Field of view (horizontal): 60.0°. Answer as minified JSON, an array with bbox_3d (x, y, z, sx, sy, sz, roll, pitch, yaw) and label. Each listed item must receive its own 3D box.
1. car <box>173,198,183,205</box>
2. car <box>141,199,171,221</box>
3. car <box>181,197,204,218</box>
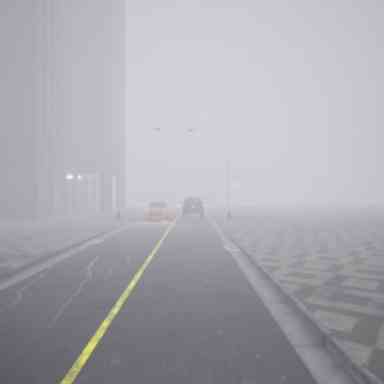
[{"bbox_3d":[-2.995,1.983,71.900,2.128,1.511,4.902,0,-1,0],"label":"car"},{"bbox_3d":[-3.089,1.635,30.574,2.097,1.767,4.553,0,-1,0],"label":"car"},{"bbox_3d":[0.104,1.541,34.424,2.150,2.045,5.566,0,-1,0],"label":"car"}]
